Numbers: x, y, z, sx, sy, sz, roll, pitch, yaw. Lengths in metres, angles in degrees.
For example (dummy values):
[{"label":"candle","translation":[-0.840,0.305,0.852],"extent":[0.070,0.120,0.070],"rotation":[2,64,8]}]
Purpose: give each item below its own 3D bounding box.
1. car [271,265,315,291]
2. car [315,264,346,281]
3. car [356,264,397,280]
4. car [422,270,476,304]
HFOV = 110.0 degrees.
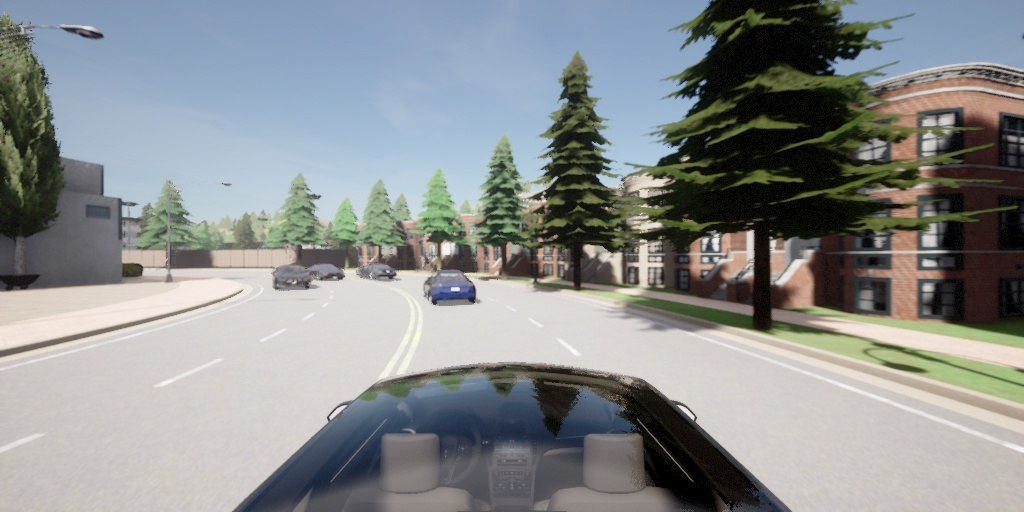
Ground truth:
[{"label":"car","translation":[-14.113,1.326,22.908],"extent":[1.837,1.490,4.892],"rotation":[1,-1,-35]},{"label":"car","translation":[-16.255,1.387,31.085],"extent":[2.033,1.411,5.357],"rotation":[0,0,-45]},{"label":"car","translation":[-12.183,1.378,32.118],"extent":[2.033,1.411,5.357],"rotation":[0,0,-42]},{"label":"car","translation":[-3.008,1.345,16.713],"extent":[1.994,1.385,4.181],"rotation":[0,0,-19]}]
